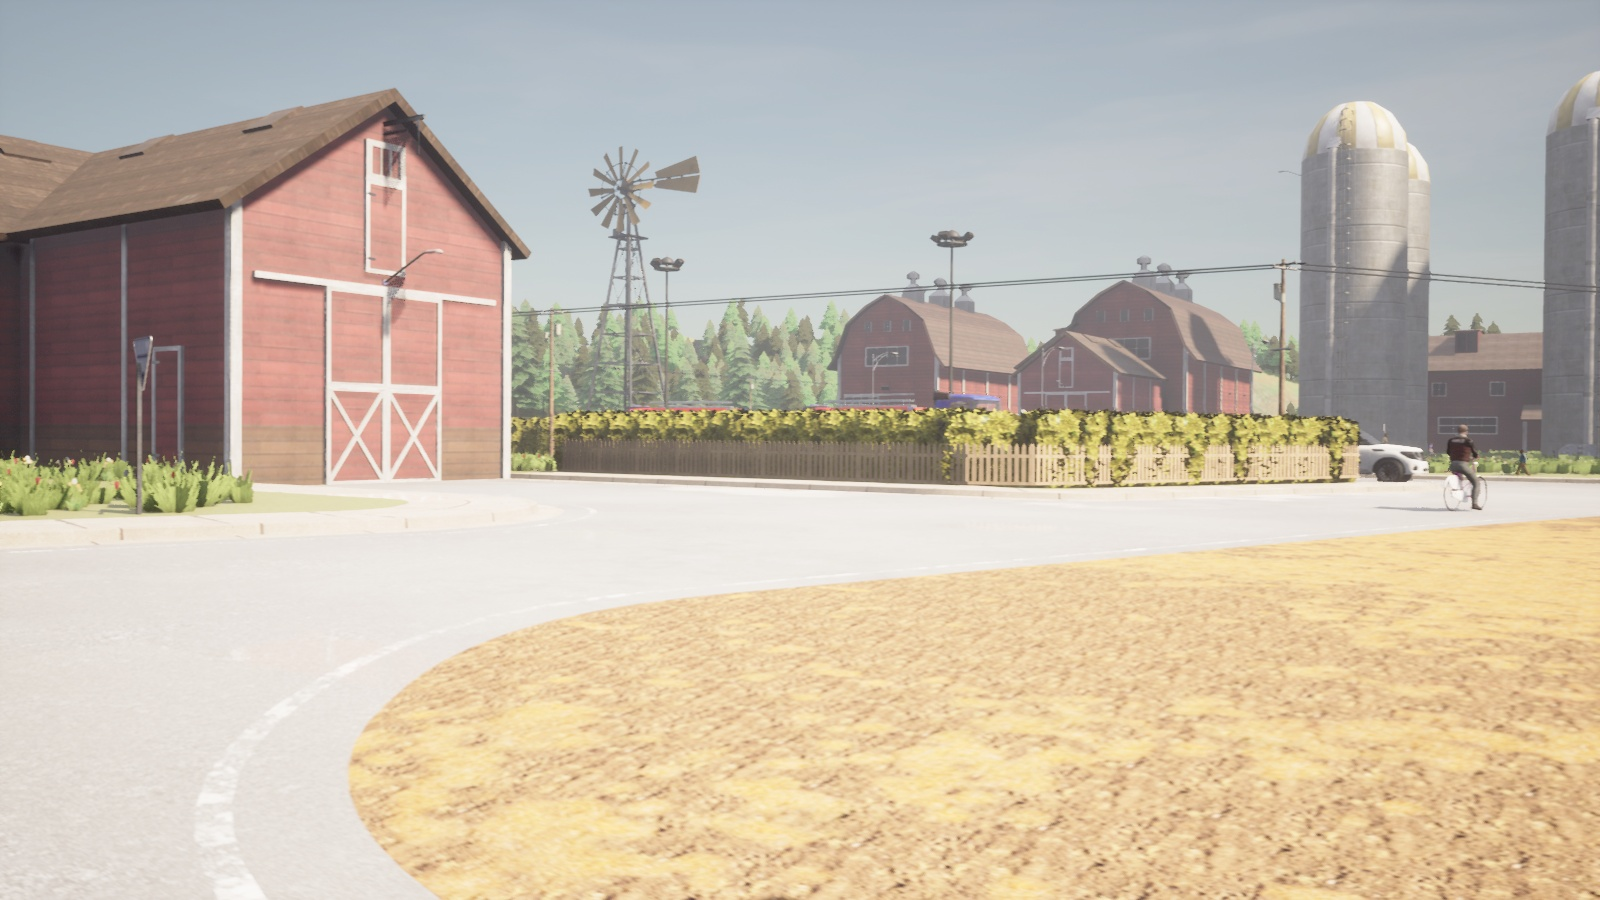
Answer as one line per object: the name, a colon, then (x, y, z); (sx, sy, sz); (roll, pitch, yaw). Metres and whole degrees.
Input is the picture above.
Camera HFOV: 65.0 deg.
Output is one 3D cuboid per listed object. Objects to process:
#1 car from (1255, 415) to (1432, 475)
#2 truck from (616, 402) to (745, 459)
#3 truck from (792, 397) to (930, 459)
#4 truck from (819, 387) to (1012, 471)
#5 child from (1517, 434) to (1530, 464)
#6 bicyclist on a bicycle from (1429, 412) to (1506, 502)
car: (19.620, -0.195, 45.428); (5.566, 2.045, 2.150); (0, 1, 35)
truck: (-8.317, -1.316, 87.410); (8.468, 3.827, 2.891); (0, 1, 21)
truck: (3.868, -1.360, 80.656); (8.468, 3.827, 2.891); (0, 1, 33)
truck: (4.989, -0.863, 55.060); (7.936, 3.462, 2.891); (0, 1, 33)
child: (29.054, -0.046, 50.428); (0.448, 1.192, 0.343); (0, 1, 27)
bicyclist on a bicycle: (13.601, 0.124, 25.576); (1.843, 1.776, 0.659); (-1, 1, -37)
